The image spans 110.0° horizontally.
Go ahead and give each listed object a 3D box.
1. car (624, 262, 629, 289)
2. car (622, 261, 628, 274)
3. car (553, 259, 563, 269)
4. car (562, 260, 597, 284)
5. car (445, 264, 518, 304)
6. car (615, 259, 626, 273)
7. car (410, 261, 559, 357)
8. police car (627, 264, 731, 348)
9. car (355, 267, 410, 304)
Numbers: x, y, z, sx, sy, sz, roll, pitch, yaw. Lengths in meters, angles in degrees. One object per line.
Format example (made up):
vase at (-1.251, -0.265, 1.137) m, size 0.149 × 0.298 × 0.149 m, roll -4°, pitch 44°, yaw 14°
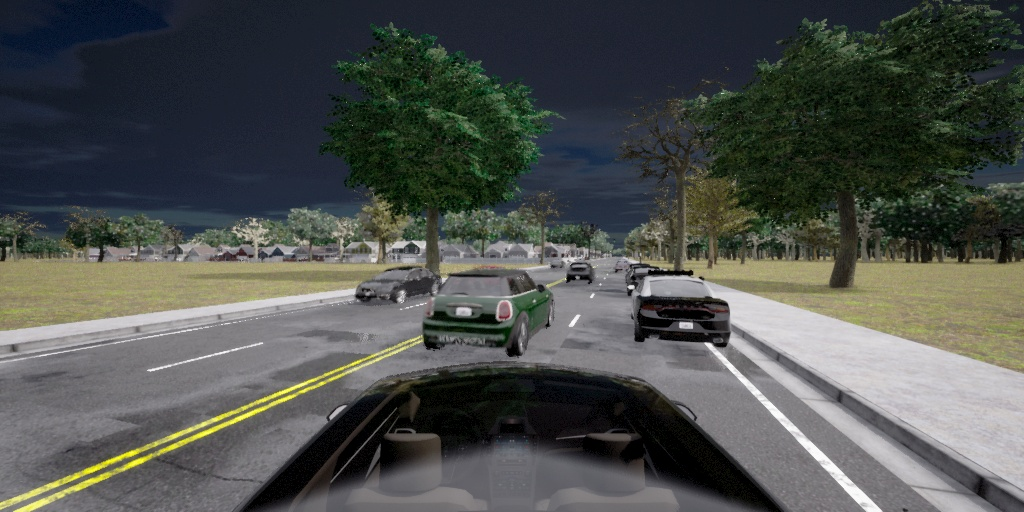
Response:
car at (7.069, 1.260, 19.056) m, size 1.837 × 1.490 × 4.892 m, roll 0°, pitch 0°, yaw 17°
car at (8.807, 1.264, 24.799) m, size 1.837 × 1.490 × 4.892 m, roll 0°, pitch 0°, yaw 17°
car at (7.210, 1.301, 56.861) m, size 1.837 × 1.490 × 4.892 m, roll 0°, pitch 0°, yaw 17°
car at (5.346, 1.264, 27.604) m, size 1.837 × 1.490 × 4.892 m, roll 0°, pitch 0°, yaw 17°
car at (-1.284, 1.230, 17.609) m, size 1.882 × 1.535 × 5.008 m, roll 0°, pitch 0°, yaw 17°
car at (13.708, 1.329, 44.336) m, size 2.033 × 1.411 × 5.357 m, roll 0°, pitch 0°, yaw 18°
car at (-0.305, 1.101, 8.933) m, size 2.097 × 1.767 × 4.553 m, roll 0°, pitch 0°, yaw 17°
police car at (4.204, 1.176, 9.589) m, size 1.930 × 1.638 × 5.238 m, roll 0°, pitch 0°, yaw 17°
car at (-5.017, 1.256, 16.494) m, size 1.837 × 1.490 × 4.892 m, roll 0°, pitch 0°, yaw 17°
